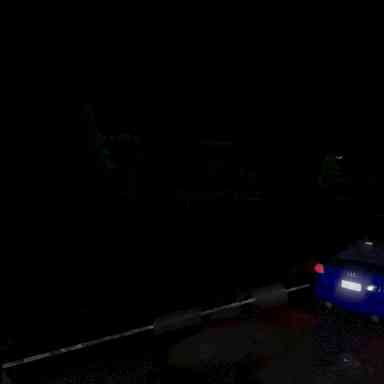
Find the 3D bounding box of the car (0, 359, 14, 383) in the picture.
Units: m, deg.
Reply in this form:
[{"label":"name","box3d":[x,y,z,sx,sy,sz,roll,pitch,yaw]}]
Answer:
[{"label":"car","box3d":[-3.339,1.601,1.368,4.718,1.301,1.895,0,0,-35]}]

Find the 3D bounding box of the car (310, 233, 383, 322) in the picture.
[{"label":"car","box3d":[4.338,1.564,6.837,4.181,1.385,1.994,0,0,-36]}]
